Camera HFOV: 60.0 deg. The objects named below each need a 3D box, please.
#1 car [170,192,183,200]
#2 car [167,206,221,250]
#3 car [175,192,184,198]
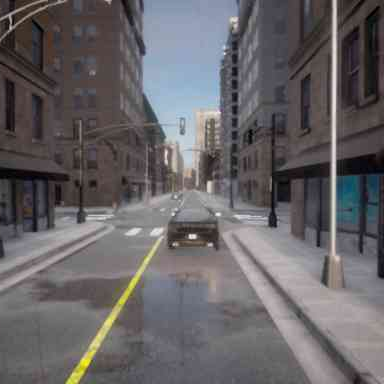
[{"bbox_3d":[-2.808,0.695,59.832,2.128,1.511,4.902,0,1,1],"label":"car"},{"bbox_3d":[0.153,1.288,13.457,1.882,1.535,5.008,0,1,3],"label":"car"},{"bbox_3d":[-2.759,0.599,75.419,1.895,1.301,4.718,0,1,0],"label":"car"}]
